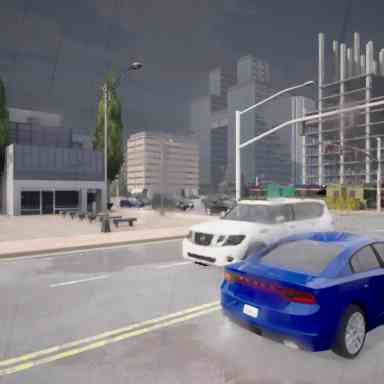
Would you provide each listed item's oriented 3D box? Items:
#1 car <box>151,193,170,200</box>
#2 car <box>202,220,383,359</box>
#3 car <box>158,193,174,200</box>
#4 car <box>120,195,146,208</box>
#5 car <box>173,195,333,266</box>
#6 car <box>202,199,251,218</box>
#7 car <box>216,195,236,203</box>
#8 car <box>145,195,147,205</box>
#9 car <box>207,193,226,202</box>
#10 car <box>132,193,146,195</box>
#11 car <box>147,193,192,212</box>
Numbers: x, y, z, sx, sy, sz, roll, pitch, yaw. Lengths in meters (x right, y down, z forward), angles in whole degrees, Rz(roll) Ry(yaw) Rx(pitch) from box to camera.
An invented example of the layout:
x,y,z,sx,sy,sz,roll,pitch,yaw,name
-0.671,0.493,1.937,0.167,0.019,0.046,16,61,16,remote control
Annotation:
x,y,z,sx,sy,sz,roll,pitch,yaw,name
-8.451,1.148,89.487,4.605,1.855,1.932,0,0,-38,car
2.744,1.477,6.100,5.008,1.535,1.882,0,0,-38,car
-6.728,1.151,87.162,3.866,1.878,1.905,0,0,-38,car
-8.880,1.523,47.948,1.812,1.442,4.674,0,0,-36,car
2.351,1.220,10.475,5.566,2.045,2.150,0,0,-39,car
3.172,1.503,31.411,1.837,1.490,4.892,0,0,-36,car
7.037,1.390,69.339,3.806,1.475,1.970,0,0,-38,car
-7.524,1.561,52.015,1.994,1.385,4.181,0,0,-36,car
5.279,1.151,71.639,3.866,1.878,1.905,0,0,-38,car
-11.476,1.220,69.514,2.150,2.045,5.566,0,0,-36,car
-2.746,1.217,39.517,2.150,2.045,5.566,0,0,-36,car
